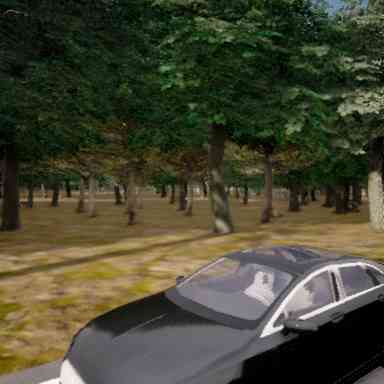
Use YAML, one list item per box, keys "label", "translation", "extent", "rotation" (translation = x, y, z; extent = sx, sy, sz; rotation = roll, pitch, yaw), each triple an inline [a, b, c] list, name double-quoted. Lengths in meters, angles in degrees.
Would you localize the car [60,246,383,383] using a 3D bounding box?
- label: "car"
  translation: [0.989, 1.504, 4.087]
  extent: [4.902, 1.511, 2.128]
  rotation: [0, 0, -36]
